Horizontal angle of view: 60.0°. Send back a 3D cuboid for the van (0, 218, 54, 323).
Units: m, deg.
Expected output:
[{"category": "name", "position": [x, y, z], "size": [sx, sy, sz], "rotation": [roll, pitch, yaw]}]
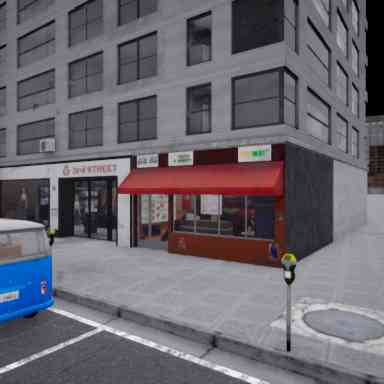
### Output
[{"category": "van", "position": [-4.259, 1.341, 6.093], "size": [3.998, 1.788, 1.690], "rotation": [0, 0, 35]}]
